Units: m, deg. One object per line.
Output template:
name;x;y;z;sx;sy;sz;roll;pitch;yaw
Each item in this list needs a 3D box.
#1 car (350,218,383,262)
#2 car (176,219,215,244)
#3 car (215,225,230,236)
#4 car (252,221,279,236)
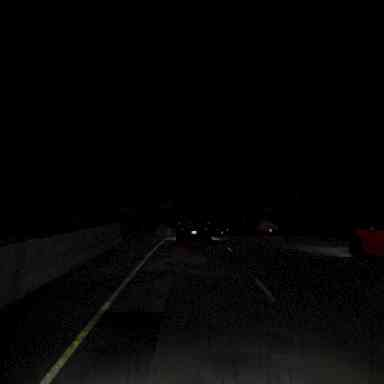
car;7.105;1.552;10.954;2.097;1.767;4.553;0;-2;0
car;0.108;2.271;19.678;1.994;1.385;4.181;0;-4;0
car;3.617;4.880;42.078;1.895;1.301;4.718;0;-7;0
car;7.114;3.551;32.421;1.812;1.442;4.674;0;-7;0
